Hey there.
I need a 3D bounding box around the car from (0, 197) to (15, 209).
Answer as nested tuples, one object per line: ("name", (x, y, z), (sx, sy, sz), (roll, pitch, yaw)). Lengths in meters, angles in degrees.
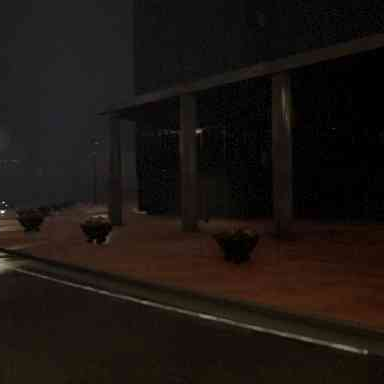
("car", (-25.508, 1.448, 44.647), (2.097, 1.767, 4.553), (-1, 1, -13))
